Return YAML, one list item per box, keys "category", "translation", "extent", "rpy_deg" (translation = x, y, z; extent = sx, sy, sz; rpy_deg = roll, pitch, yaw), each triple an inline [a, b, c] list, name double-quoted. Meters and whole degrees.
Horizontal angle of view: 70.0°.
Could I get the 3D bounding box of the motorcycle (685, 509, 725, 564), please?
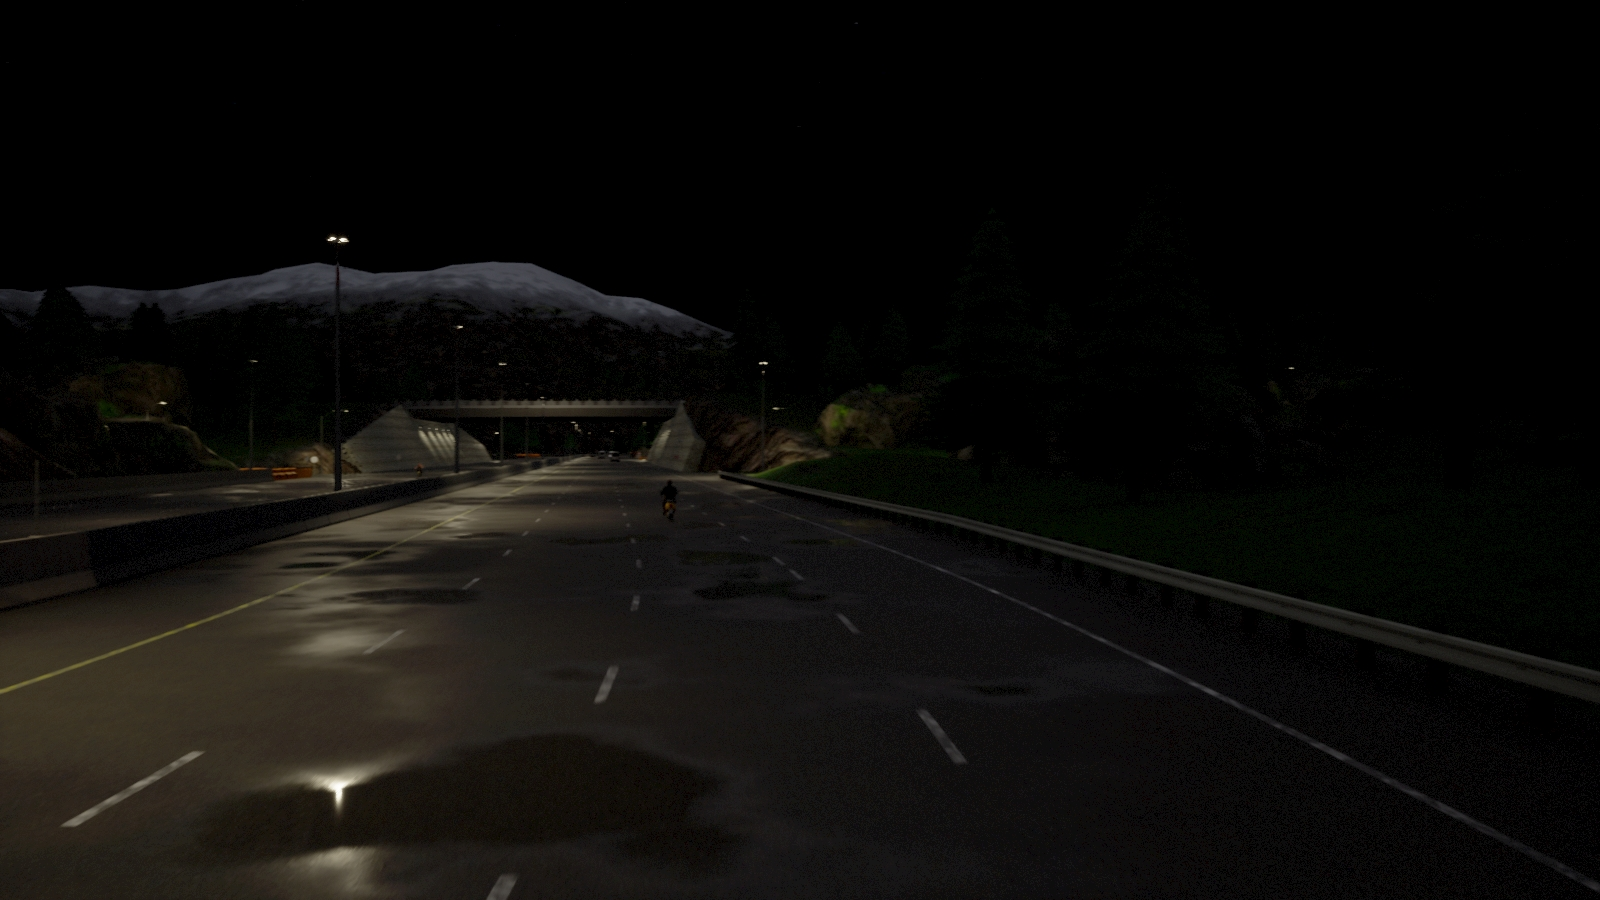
- category: "motorcycle"
  translation: [-2.449, 2.186, 29.205]
  extent: [0.856, 1.236, 1.805]
  rpy_deg: [0, 0, -10]
